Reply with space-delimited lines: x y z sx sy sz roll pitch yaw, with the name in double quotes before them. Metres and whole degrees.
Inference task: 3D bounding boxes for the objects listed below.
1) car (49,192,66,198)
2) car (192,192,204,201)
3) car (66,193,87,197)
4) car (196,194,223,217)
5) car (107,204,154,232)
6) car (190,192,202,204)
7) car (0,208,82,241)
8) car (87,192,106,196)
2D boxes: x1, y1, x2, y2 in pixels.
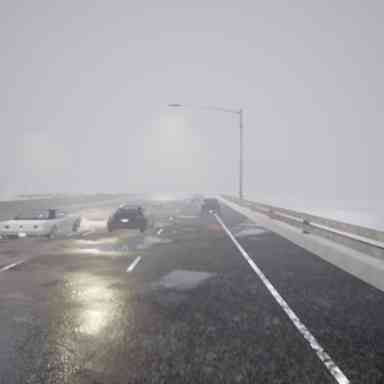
"car" -23.465 0.824 58.799 1.882 1.535 5.008 0 1 2
"car" 1.167 0.806 61.916 2.128 1.511 4.902 0 1 2
"car" -19.945 0.891 59.199 2.033 1.411 5.357 0 1 2
"car" 1.467 1.190 27.253 1.837 1.490 4.892 0 1 1
"car" -3.274 1.346 18.402 1.994 1.385 4.181 0 1 1
"car" 0.715 1.064 47.569 1.895 1.301 4.718 0 1 2
"car" -6.808 1.414 15.597 1.895 1.301 4.718 0 1 1
"car" -16.456 0.818 59.326 1.882 1.535 5.008 0 1 2
